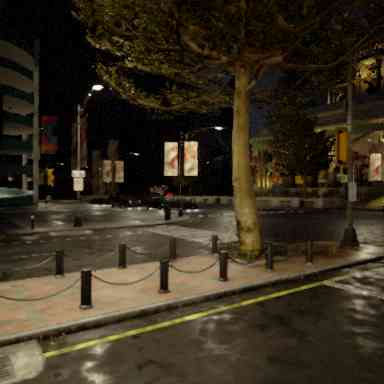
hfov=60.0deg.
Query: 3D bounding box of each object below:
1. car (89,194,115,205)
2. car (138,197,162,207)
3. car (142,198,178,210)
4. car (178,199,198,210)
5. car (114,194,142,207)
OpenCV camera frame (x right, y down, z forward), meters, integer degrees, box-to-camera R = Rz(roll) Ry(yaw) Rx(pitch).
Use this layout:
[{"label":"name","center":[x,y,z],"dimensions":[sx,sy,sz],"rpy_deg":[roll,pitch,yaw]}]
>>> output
[{"label":"car","center":[-16.669,1.644,60.228],"dimensions":[5.357,1.411,2.033],"rpy_deg":[0,0,43]},{"label":"car","center":[-6.937,1.642,54.097],"dimensions":[1.812,1.442,4.674],"rpy_deg":[0,0,-36]},{"label":"car","center":[-4.409,1.579,44.621],"dimensions":[1.882,1.535,5.008],"rpy_deg":[0,0,-35]},{"label":"car","center":[-1.352,1.664,46.373],"dimensions":[2.033,1.411,5.357],"rpy_deg":[0,0,-35]},{"label":"car","center":[-9.853,1.453,52.131],"dimensions":[2.097,1.767,4.553],"rpy_deg":[0,0,-37]}]
